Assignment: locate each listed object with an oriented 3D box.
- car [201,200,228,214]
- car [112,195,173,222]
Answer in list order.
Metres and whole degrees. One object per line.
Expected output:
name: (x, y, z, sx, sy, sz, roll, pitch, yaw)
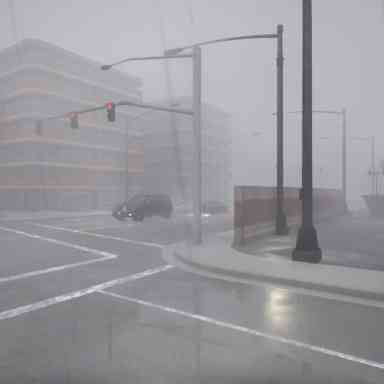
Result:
car: (2.155, 1.564, 35.429, 1.994, 1.385, 4.181, 0, 0, 35)
car: (-3.814, 1.223, 26.763, 2.150, 2.045, 5.566, 0, 0, 34)
